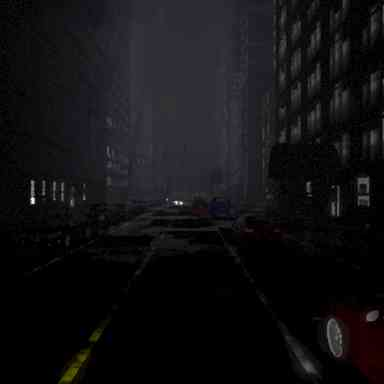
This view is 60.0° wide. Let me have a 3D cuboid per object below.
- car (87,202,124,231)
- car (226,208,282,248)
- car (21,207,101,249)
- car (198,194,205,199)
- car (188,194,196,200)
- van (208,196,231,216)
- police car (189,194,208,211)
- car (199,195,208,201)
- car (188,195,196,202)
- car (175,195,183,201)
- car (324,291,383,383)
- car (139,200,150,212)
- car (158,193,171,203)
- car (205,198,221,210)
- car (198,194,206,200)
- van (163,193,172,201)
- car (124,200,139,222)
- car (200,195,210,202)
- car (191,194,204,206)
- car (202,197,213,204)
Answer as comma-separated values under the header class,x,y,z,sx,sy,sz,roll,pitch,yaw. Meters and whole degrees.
class,x,y,z,sx,sy,sz,roll,pitch,yaw
car,-5.691,1.423,20.086,1.967,1.590,4.097,0,0,0
car,2.690,1.572,14.391,1.802,1.307,4.206,0,0,0
car,-5.691,1.541,14.393,2.008,1.369,4.403,0,0,0
car,2.691,1.271,94.083,1.967,1.590,4.097,0,0,0
car,0.001,1.351,90.248,1.994,1.385,4.181,0,0,0
van,2.690,1.306,31.467,1.690,1.788,3.998,0,0,0
police car,0.900,1.378,39.596,1.930,1.638,5.238,0,0,0
car,2.691,1.434,77.007,2.008,1.369,4.403,0,0,0
car,0.000,1.439,75.278,1.895,1.301,4.718,0,0,0
car,-3.000,1.373,76.635,2.128,1.511,4.902,0,0,0
car,2.689,1.580,3.003,1.802,1.307,4.206,0,0,0
car,-5.691,1.538,37.162,1.802,1.307,4.206,0,0,0
car,-5.690,1.461,65.625,2.008,1.369,4.403,0,0,0
car,2.690,1.529,42.852,1.802,1.307,4.206,0,0,0
car,2.692,1.288,88.391,1.967,1.590,4.097,0,0,0
van,-5.689,1.224,77.010,1.690,1.788,3.998,0,0,0
car,-5.691,1.525,25.778,2.008,1.369,4.403,0,0,0
car,2.691,1.448,71.314,2.008,1.369,4.403,0,0,0
car,0.899,1.279,55.456,2.097,1.767,4.553,0,0,0
car,2.691,1.503,59.929,1.802,1.307,4.206,0,0,0
